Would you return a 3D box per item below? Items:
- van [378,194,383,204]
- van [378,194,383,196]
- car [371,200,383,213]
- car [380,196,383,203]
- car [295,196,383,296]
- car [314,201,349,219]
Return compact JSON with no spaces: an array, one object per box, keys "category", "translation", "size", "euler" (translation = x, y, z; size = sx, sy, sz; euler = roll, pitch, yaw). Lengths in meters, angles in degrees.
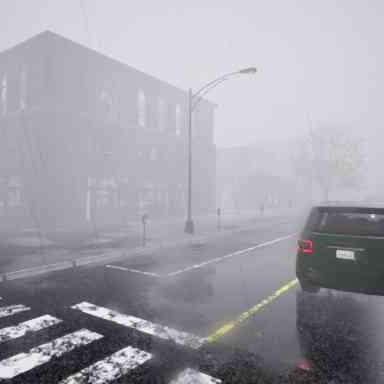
[{"category":"van","translation":[38.099,1.353,65.887],"size":[1.690,1.788,3.998],"euler":[1,1,35]},{"category":"van","translation":[28.507,1.354,52.303],"size":[1.690,1.788,3.998],"euler":[1,1,35]},{"category":"car","translation":[22.132,1.613,38.631],"size":[1.895,1.301,4.718],"euler":[0,0,35]},{"category":"car","translation":[41.294,1.561,70.417],"size":[2.008,1.369,4.403],"euler":[1,1,35]},{"category":"car","translation":[4.312,1.224,8.193],"size":[2.150,2.045,5.566],"euler":[0,0,35]},{"category":"car","translation":[12.518,1.575,29.665],"size":[1.947,1.339,4.313],"euler":[1,0,35]}]
